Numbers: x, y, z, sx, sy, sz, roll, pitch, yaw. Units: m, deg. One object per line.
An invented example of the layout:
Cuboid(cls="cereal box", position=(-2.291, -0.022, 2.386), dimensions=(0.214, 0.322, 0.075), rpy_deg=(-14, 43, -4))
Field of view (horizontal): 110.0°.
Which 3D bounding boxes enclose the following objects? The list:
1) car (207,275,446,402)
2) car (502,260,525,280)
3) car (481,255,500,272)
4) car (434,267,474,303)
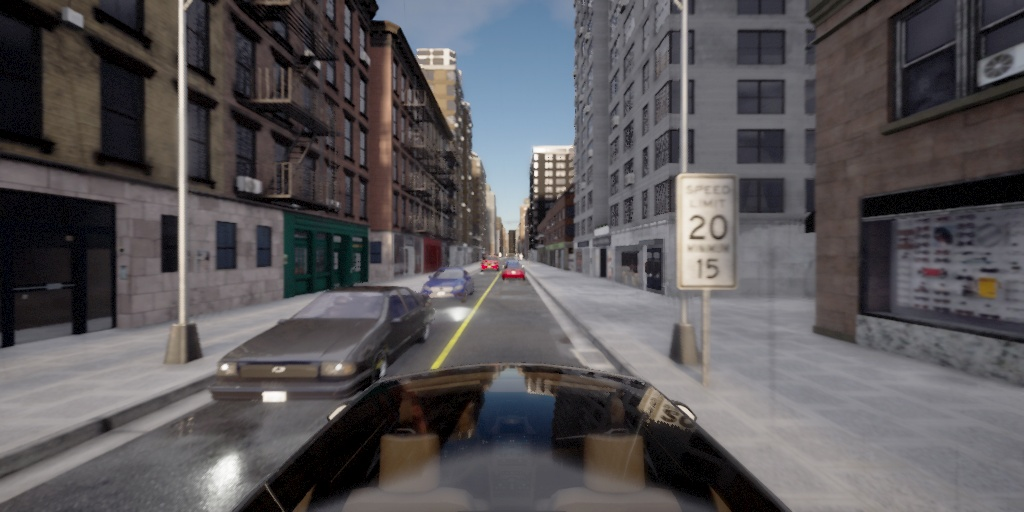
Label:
Cuboid(cls="car", position=(-2.850, 1.293, 6.947), dimensions=(2.033, 1.411, 5.357), rpy_deg=(0, 0, 0))
Cuboid(cls="car", position=(0.110, 1.291, 30.939), dimensions=(1.994, 1.385, 4.181), rpy_deg=(0, 0, -1))
Cuboid(cls="car", position=(-2.752, 0.936, 46.020), dimensions=(2.150, 2.045, 5.566), rpy_deg=(0, 0, 0))
Cuboid(cls="car", position=(-2.845, 1.262, 16.861), dimensions=(1.812, 1.442, 4.674), rpy_deg=(0, 0, 0))
